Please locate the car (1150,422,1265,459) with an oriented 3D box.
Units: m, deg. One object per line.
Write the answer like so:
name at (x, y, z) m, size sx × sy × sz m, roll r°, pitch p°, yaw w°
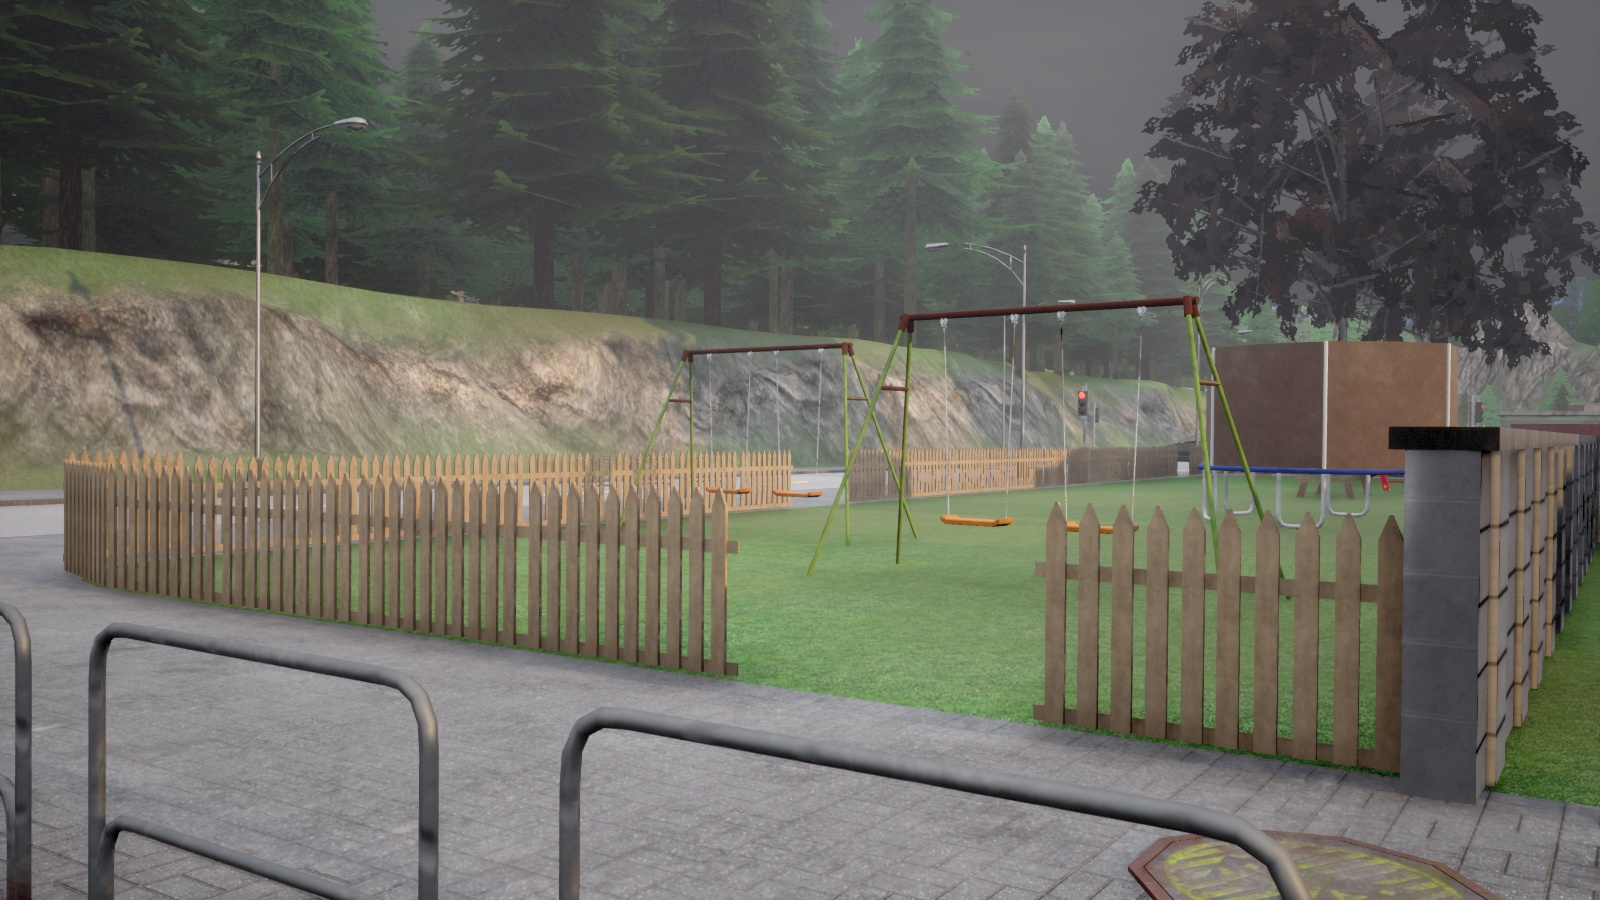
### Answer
car at (18.800, -0.455, 58.213) m, size 2.152 × 1.651 × 5.027 m, roll -1°, pitch 1°, yaw -27°
